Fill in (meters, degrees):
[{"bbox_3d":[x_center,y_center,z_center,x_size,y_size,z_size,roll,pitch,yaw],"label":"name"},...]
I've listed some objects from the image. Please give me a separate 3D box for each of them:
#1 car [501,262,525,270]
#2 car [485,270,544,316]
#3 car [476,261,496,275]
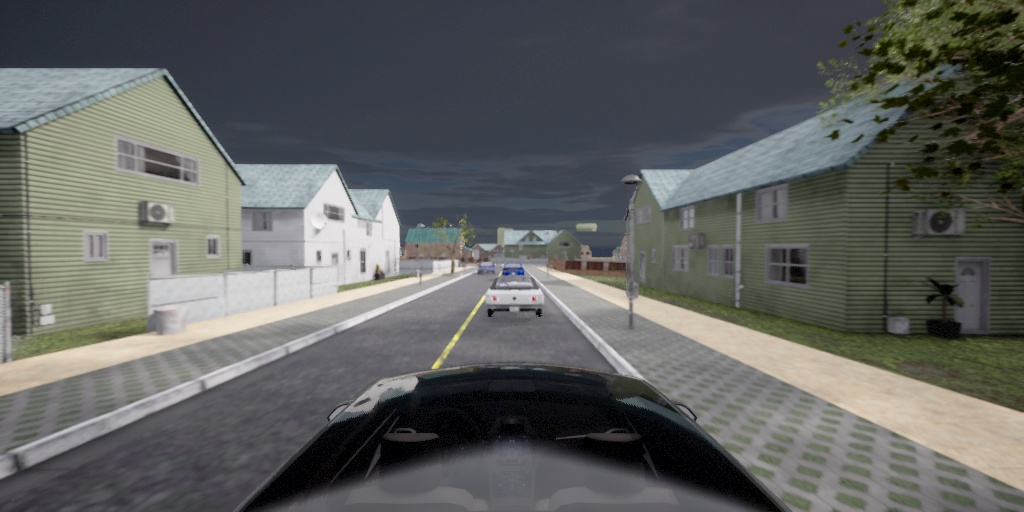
[{"bbox_3d":[0.104,1.271,31.333,1.882,1.535,5.008,0,0,0],"label":"car"},{"bbox_3d":[0.089,1.368,13.376,1.895,1.301,4.718,0,0,0],"label":"car"},{"bbox_3d":[-2.818,1.332,40.140,1.812,1.442,4.674,0,0,0],"label":"car"}]
